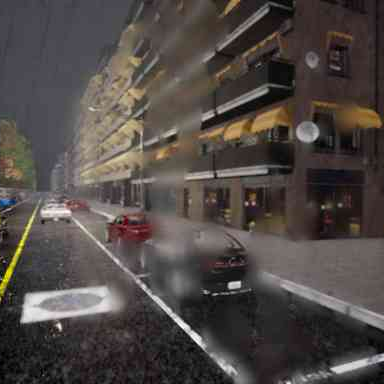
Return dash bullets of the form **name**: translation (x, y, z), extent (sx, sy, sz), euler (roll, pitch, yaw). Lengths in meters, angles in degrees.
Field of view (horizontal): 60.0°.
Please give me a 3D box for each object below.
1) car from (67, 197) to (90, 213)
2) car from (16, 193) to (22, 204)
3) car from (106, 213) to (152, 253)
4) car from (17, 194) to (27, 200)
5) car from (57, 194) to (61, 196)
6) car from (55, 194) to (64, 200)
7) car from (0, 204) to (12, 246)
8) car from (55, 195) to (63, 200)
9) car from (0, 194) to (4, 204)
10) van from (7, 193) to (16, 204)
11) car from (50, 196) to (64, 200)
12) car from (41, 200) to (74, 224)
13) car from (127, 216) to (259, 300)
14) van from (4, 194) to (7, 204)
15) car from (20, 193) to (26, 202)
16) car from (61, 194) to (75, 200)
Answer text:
- **car**: translation (-11.470, 1.464, 34.099), extent (1.802, 1.307, 4.206), euler (0, 0, -24)
- **car**: translation (-30.539, 1.312, 56.441), extent (1.947, 1.339, 4.313), euler (0, 0, -24)
- **car**: translation (-2.344, 1.509, 13.513), extent (1.887, 1.381, 4.507), euler (0, 0, -24)
- **car**: translation (-41.946, 1.265, 82.176), extent (1.802, 1.307, 4.206), euler (0, 0, -24)
- **car**: translation (-22.878, 1.367, 59.837), extent (1.947, 1.339, 4.313), euler (0, 0, -24)
- **car**: translation (-32.072, 1.275, 80.581), extent (1.752, 1.417, 4.829), euler (0, 0, -24)
- **car**: translation (-9.035, 1.436, 14.331), extent (1.812, 1.442, 4.674), euler (0, 0, -24)
- **car**: translation (-34.285, 1.321, 85.573), extent (1.802, 1.307, 4.206), euler (0, 0, -24)
- **car**: translation (-19.130, 1.142, 30.703), extent (2.192, 1.841, 5.009), euler (0, 0, -24)
- **van**: translation (-25.974, 1.118, 46.146), extent (1.690, 1.788, 3.998), euler (0, 0, -24)
- **car**: translation (-15.140, 1.457, 35.879), extent (1.895, 1.301, 4.718), euler (0, 0, -23)
- **car**: translation (-9.798, 1.496, 23.889), extent (1.895, 1.301, 4.718), euler (0, 0, -24)
- **car**: translation (-0.063, 1.539, 8.365), extent (2.008, 1.369, 4.403), euler (0, 0, -24)
- **van**: translation (-21.411, 1.151, 35.851), extent (1.690, 1.788, 3.998), euler (0, 0, -24)
- **car**: translation (-35.100, 1.033, 66.735), extent (2.192, 1.841, 5.009), euler (0, 0, -24)
- **car**: translation (-16.032, 1.290, 44.394), extent (1.967, 1.590, 4.097), euler (0, 0, -24)
